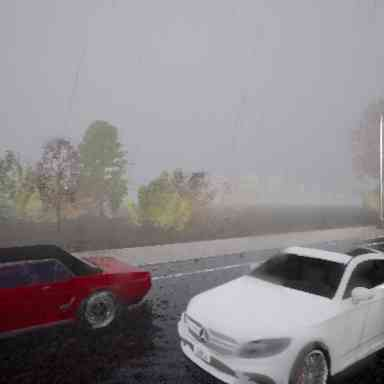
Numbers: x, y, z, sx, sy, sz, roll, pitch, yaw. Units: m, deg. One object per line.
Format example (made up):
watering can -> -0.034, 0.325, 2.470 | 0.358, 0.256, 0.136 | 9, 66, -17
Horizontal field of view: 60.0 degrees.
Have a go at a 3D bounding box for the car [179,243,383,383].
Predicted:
car -> 2.007, 1.586, 5.124 | 4.674, 1.442, 1.812 | 1, -1, -36

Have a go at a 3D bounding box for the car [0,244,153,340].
car -> -3.138, 1.608, 5.441 | 4.718, 1.301, 1.895 | 1, -1, -36
